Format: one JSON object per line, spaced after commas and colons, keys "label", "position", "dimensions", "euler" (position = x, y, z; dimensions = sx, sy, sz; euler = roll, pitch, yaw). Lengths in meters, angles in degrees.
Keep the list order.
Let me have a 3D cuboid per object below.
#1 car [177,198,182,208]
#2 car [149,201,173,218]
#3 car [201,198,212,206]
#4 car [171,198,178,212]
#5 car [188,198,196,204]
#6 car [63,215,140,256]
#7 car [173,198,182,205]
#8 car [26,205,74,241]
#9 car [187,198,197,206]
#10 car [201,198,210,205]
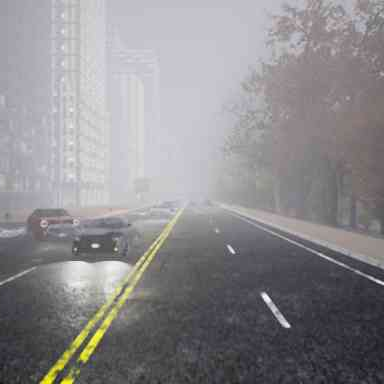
{"label": "car", "position": [-3.325, 2.196, 59.902], "dimensions": [1.994, 1.385, 4.181], "euler": [0, -1, -1]}
{"label": "car", "position": [-3.356, 1.973, 35.142], "dimensions": [1.895, 1.301, 4.718], "euler": [0, -1, 0]}
{"label": "car", "position": [3.235, 2.243, 70.817], "dimensions": [1.837, 1.490, 4.892], "euler": [0, -1, 0]}
{"label": "car", "position": [-3.358, 2.002, 47.070], "dimensions": [1.837, 1.490, 4.892], "euler": [0, -1, 0]}
{"label": "car", "position": [-0.015, 2.267, 81.211], "dimensions": [1.812, 1.442, 4.674], "euler": [0, -1, 0]}
{"label": "car", "position": [-3.358, 1.712, 13.558], "dimensions": [1.994, 1.385, 4.181], "euler": [0, -1, 0]}
{"label": "car", "position": [-3.266, 2.138, 74.466], "dimensions": [1.812, 1.442, 4.674], "euler": [0, -1, 0]}
{"label": "car", "position": [-7.689, 1.630, 18.370], "dimensions": [2.097, 1.767, 4.553], "euler": [1, -2, -35]}
{"label": "car", "position": [-0.014, 2.282, 70.816], "dimensions": [2.033, 1.411, 5.357], "euler": [0, -1, 0]}
{"label": "car", "position": [3.235, 2.221, 81.212], "dimensions": [1.882, 1.535, 5.008], "euler": [0, -1, 0]}
